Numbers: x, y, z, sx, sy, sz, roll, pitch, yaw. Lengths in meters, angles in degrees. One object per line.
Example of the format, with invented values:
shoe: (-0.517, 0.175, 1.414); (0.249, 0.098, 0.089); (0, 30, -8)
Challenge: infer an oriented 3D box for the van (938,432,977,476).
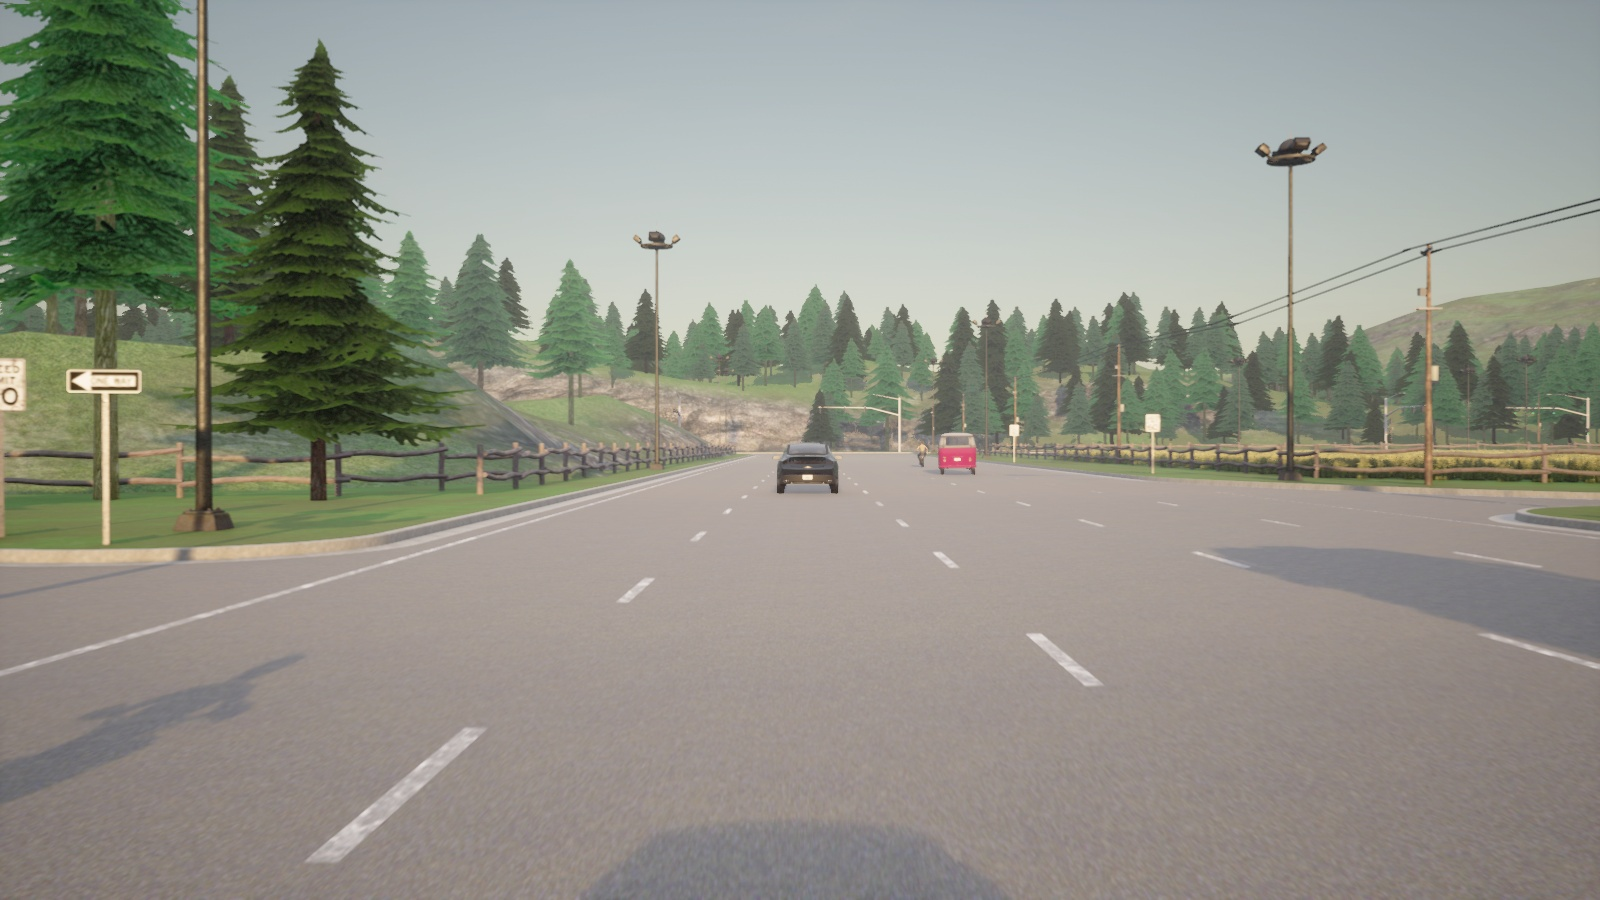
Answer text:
van: (7.630, 0.166, 60.539); (1.775, 1.987, 4.442); (-1, 0, 8)

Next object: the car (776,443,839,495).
car: (0.234, 0.533, 38.743); (1.837, 1.490, 4.892); (0, 0, 0)
